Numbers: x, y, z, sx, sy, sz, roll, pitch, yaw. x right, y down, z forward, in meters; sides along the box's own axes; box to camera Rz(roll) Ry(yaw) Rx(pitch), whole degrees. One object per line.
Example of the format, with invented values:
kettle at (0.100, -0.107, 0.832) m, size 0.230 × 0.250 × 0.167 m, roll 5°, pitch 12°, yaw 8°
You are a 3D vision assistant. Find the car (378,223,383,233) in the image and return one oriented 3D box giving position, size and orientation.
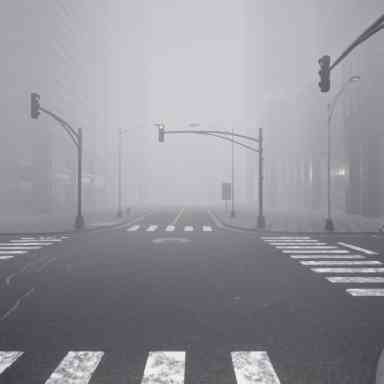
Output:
car at (11.758, 1.564, 16.205) m, size 4.829 × 1.417 × 1.752 m, roll 0°, pitch -1°, yaw 0°
